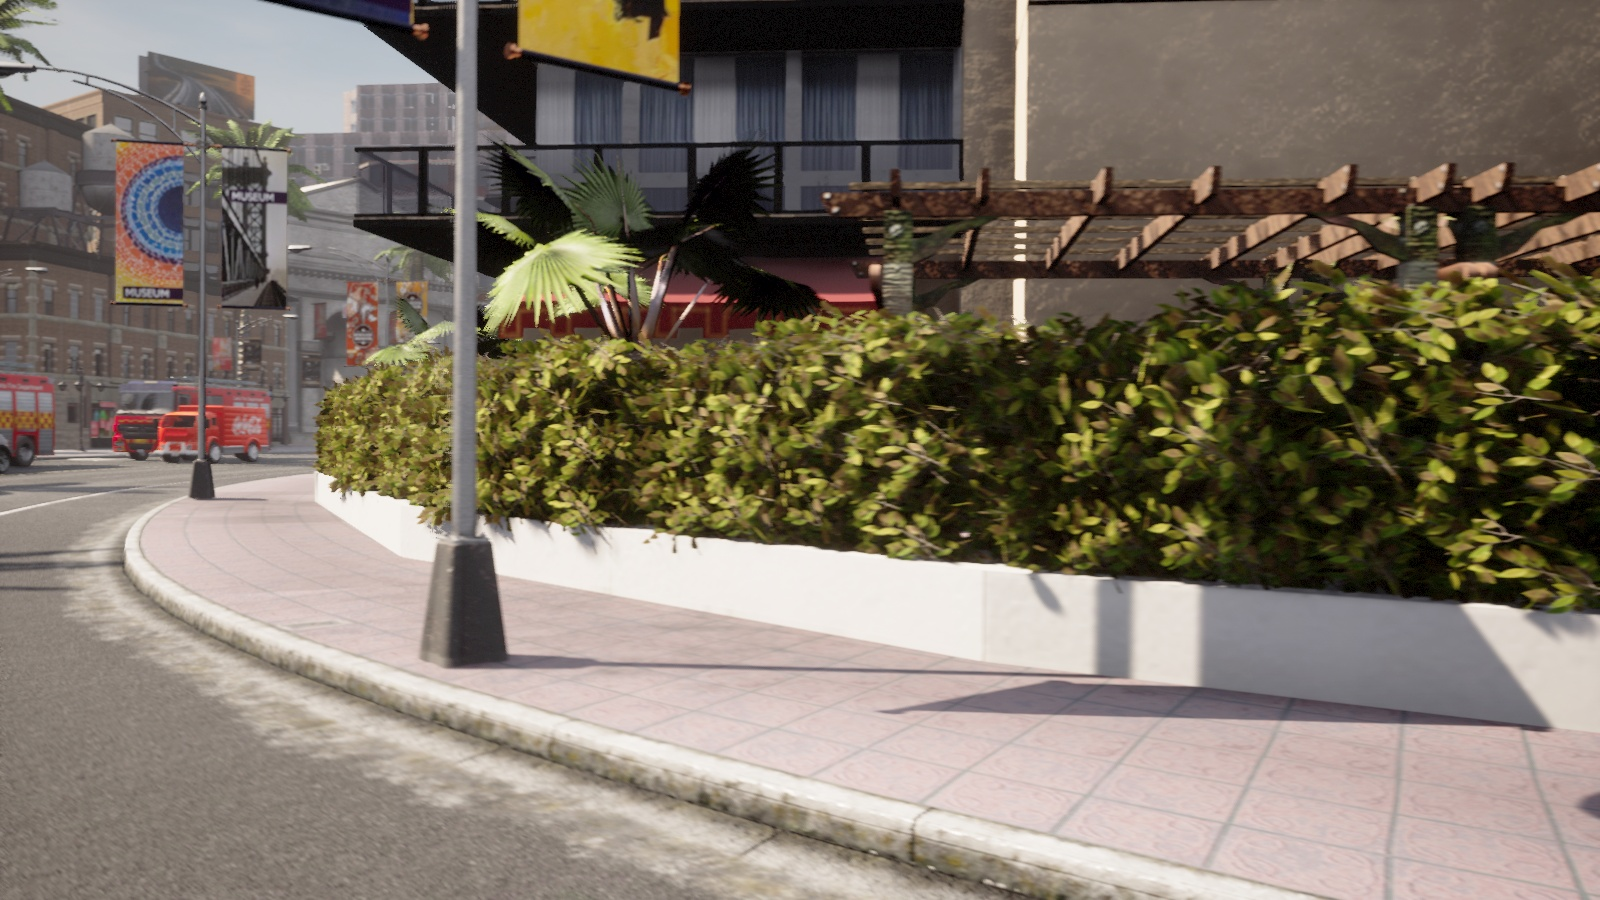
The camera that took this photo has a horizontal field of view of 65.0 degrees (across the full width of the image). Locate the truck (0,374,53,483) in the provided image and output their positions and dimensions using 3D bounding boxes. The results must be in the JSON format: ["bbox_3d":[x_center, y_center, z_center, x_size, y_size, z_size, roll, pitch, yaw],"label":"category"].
[{"bbox_3d":[-29.611,-0.727,42.918,2.891,3.827,8.468,0,1,1],"label":"truck"}]

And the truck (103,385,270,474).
[{"bbox_3d":[-28.448,-0.938,58.767,2.891,3.827,8.468,0,1,6],"label":"truck"}]

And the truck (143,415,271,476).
[{"bbox_3d":[-25.431,-0.226,54.090,2.627,2.467,5.204,0,1,6],"label":"truck"}]

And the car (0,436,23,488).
[{"bbox_3d":[-25.888,0.400,37.906,2.033,1.649,4.856,-1,1,-3],"label":"car"}]
